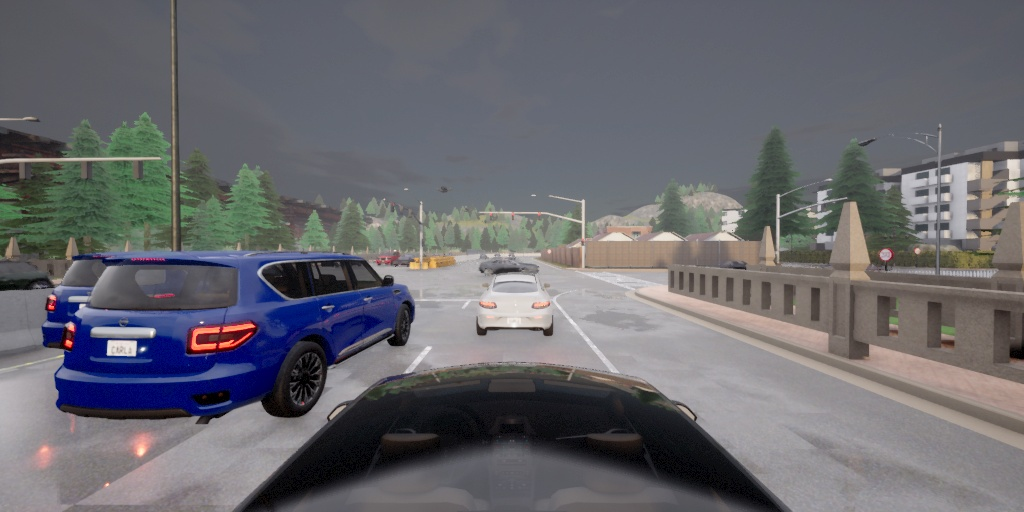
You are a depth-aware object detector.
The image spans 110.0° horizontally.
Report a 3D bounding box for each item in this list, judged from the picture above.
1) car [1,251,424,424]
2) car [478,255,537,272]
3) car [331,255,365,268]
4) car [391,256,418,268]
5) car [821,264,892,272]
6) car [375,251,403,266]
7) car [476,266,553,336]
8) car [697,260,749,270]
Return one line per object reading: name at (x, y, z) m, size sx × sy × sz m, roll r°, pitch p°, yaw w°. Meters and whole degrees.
car at (-3.488, 0.934, 6.066) m, size 2.150 × 2.045 × 5.566 m, roll 0°, pitch 1°, yaw 4°
car at (-0.221, 0.927, 28.206) m, size 4.902 × 1.511 × 2.128 m, roll 0°, pitch 1°, yaw 16°
car at (-21.153, 0.690, 46.475) m, size 2.128 × 1.511 × 4.902 m, roll 0°, pitch 1°, yaw 0°
car at (-14.145, 0.730, 47.708) m, size 2.033 × 1.411 × 5.357 m, roll 0°, pitch 1°, yaw 0°
car at (25.018, 1.026, 26.116) m, size 4.181 × 1.385 × 1.994 m, roll 0°, pitch 1°, yaw 2°
car at (-17.661, 0.352, 51.757) m, size 2.150 × 2.045 × 5.566 m, roll 0°, pitch 1°, yaw -1°
car at (0.108, 1.195, 9.986) m, size 1.812 × 1.442 × 4.674 m, roll 0°, pitch 1°, yaw 2°
car at (18.032, 1.013, 29.978) m, size 4.718 × 1.301 × 1.895 m, roll 0°, pitch 1°, yaw 2°
